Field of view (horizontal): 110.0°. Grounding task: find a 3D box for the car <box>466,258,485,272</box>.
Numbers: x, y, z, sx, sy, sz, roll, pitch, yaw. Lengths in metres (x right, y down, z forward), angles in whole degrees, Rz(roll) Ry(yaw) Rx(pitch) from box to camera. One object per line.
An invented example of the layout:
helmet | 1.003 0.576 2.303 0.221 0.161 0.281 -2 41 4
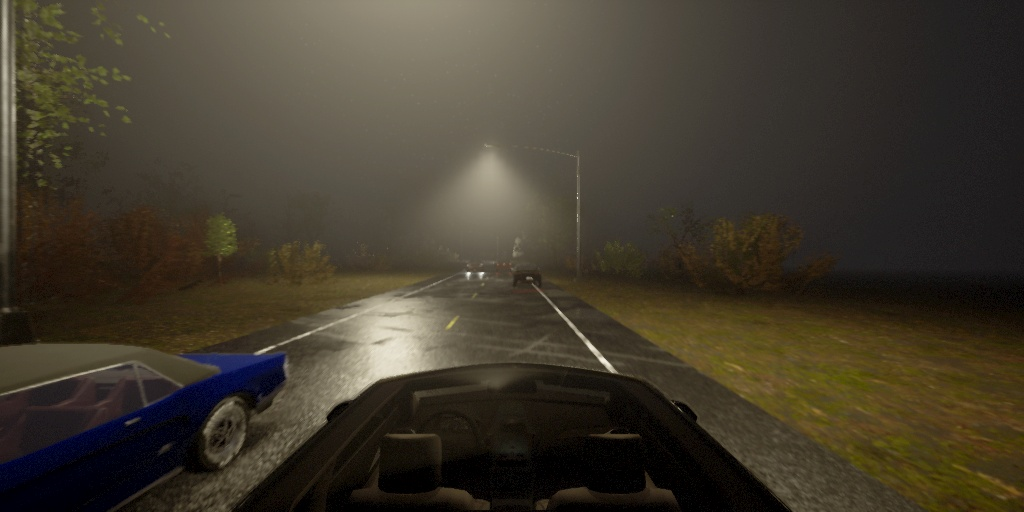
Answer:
car | -4.619 1.097 45.834 2.097 1.767 4.553 0 0 -2

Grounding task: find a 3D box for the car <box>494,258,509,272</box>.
car | -1.057 1.089 46.944 2.097 1.767 4.553 0 0 -3

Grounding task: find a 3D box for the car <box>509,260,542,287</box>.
car | 0.943 1.225 24.850 1.882 1.535 5.008 0 0 -1

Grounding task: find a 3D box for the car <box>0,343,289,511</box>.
car | -3.607 1.357 2.049 1.895 1.301 4.718 0 0 0
